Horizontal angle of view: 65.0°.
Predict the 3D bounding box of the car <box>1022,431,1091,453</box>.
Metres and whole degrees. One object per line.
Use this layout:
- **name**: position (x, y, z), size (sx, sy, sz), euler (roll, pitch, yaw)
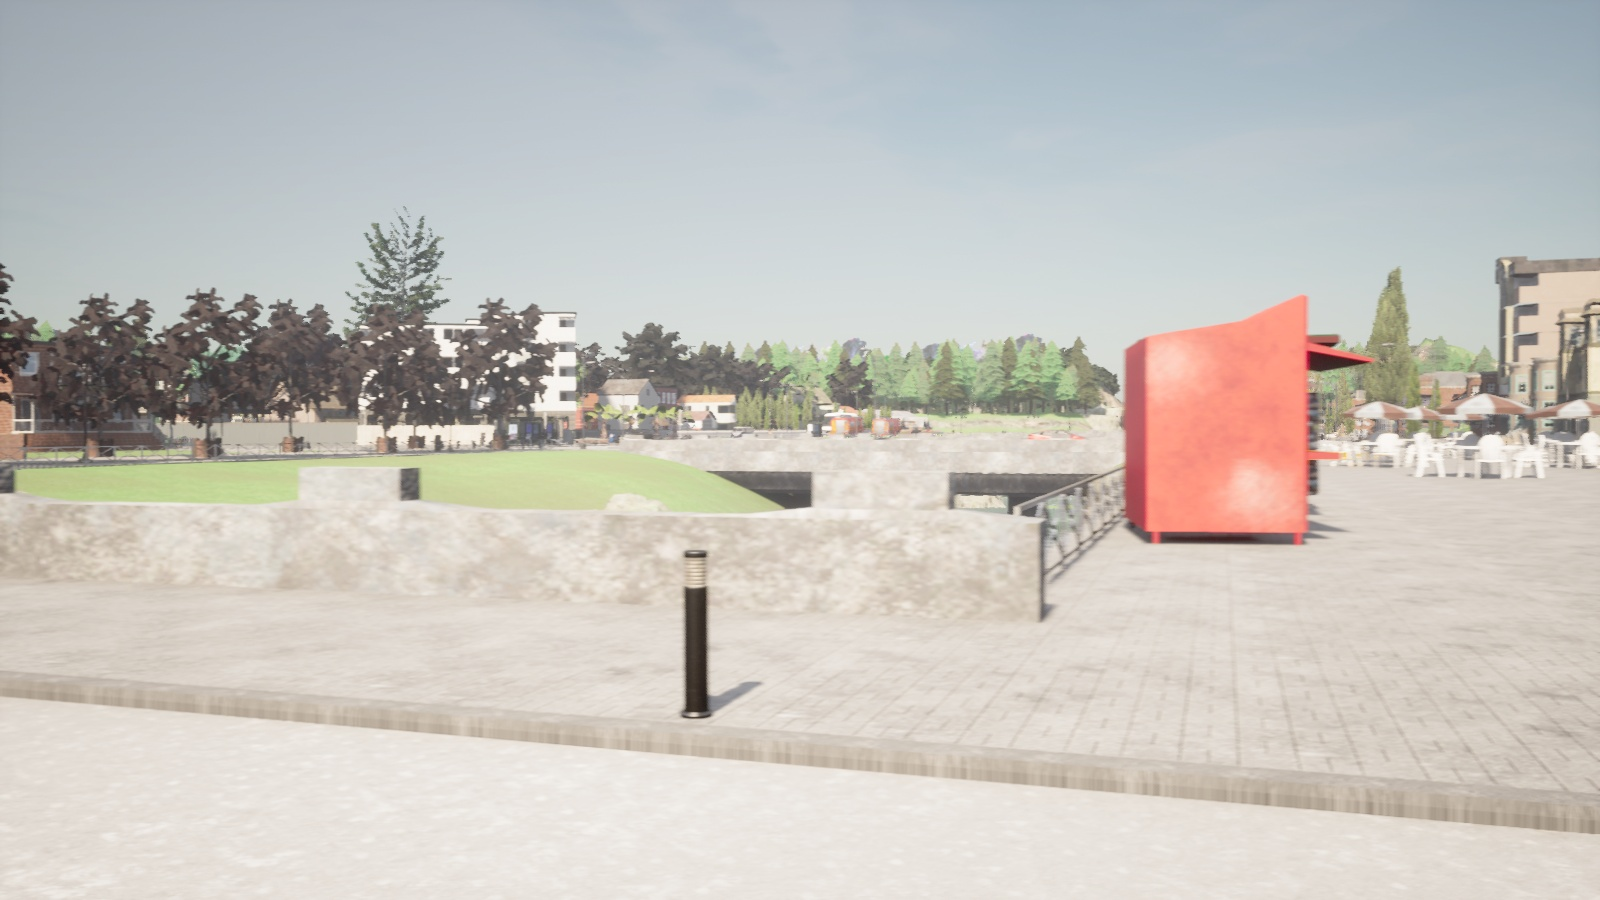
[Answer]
- **car**: position (18.132, -0.581, 88.781), size (4.514, 1.525, 2.007), euler (1, 1, 19)
